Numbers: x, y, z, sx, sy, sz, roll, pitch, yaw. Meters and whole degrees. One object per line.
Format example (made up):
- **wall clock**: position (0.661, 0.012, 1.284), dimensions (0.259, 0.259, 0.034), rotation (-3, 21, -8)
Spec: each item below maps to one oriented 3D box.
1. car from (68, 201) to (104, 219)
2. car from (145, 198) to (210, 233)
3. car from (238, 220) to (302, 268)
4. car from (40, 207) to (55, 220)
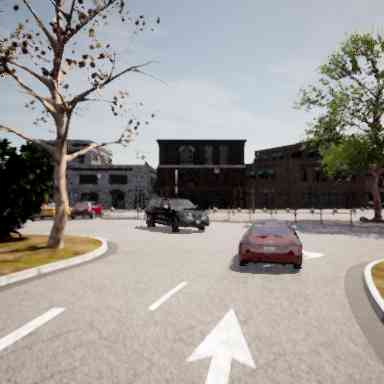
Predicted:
- **car**: position (-10.333, 1.708, 33.124), dimensions (2.185, 1.767, 4.553), rotation (-1, -1, 0)
- **car**: position (-1.080, 1.394, 21.344), dimensions (2.150, 2.045, 5.566), rotation (2, -2, -32)
- **car**: position (2.758, 1.664, 11.814), dimensions (1.994, 1.385, 4.181), rotation (0, 0, 13)
- **car**: position (-13.366, 1.876, 33.154), dimensions (2.097, 1.535, 5.008), rotation (-1, -1, 0)
